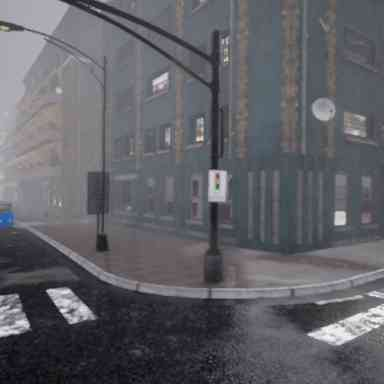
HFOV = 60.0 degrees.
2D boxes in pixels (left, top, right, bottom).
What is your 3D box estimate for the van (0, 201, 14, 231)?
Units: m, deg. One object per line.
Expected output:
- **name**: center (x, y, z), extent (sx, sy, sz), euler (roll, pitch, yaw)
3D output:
- **van**: center (-12.530, 1.515, 21.409), extent (1.690, 1.788, 3.998), euler (0, 0, -34)
